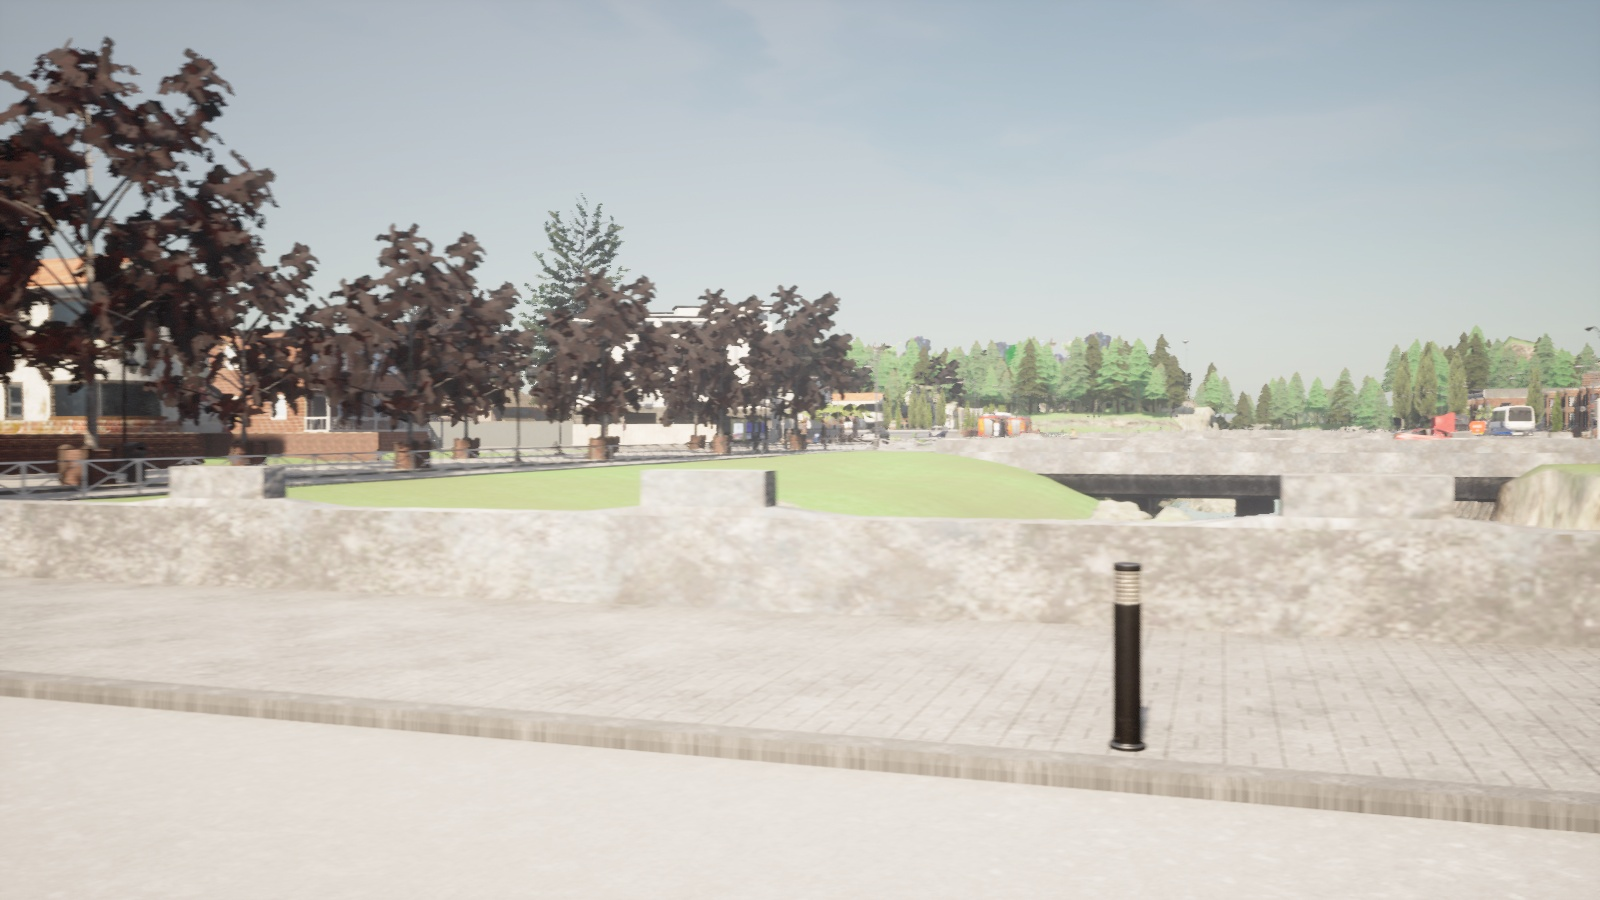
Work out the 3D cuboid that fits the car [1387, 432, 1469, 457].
[{"bbox_3d":[40.586,-0.374,81.227,4.514,1.525,2.007,1,1,19],"label":"car"}]
